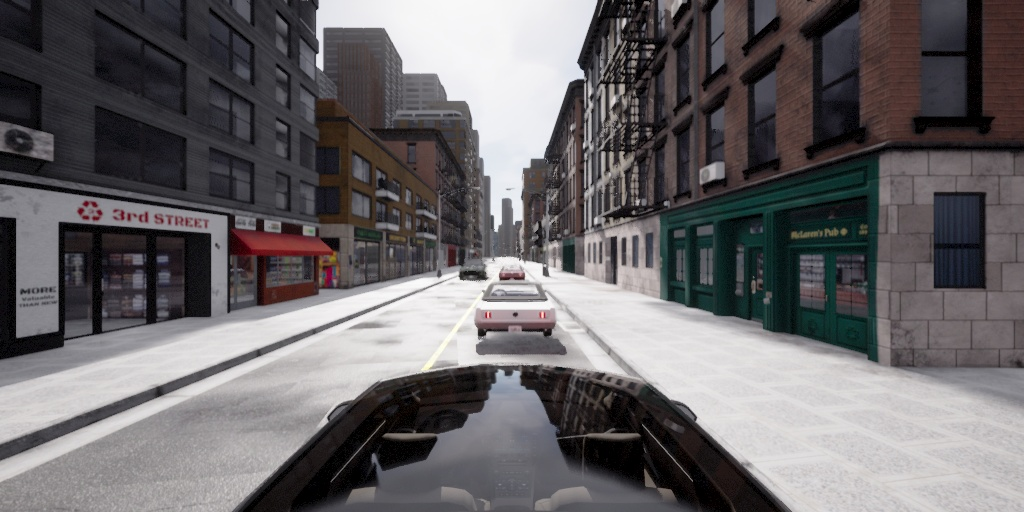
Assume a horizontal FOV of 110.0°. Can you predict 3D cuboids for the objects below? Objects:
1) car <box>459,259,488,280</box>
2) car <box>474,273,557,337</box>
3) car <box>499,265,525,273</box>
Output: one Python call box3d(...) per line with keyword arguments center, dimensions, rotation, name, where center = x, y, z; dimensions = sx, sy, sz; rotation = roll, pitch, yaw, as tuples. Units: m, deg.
box3d(center=(-3.220, 1.079, 30.469), dimensions=(2.097, 1.767, 4.553), rotation=(0, 0, 0), name="car")
box3d(center=(0.064, 1.345, 10.230), dimensions=(1.895, 1.301, 4.718), rotation=(0, 0, 0), name="car")
box3d(center=(-0.006, 1.331, 27.047), dimensions=(1.895, 1.301, 4.718), rotation=(0, 0, 0), name="car")
